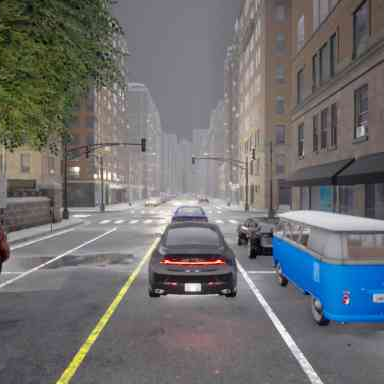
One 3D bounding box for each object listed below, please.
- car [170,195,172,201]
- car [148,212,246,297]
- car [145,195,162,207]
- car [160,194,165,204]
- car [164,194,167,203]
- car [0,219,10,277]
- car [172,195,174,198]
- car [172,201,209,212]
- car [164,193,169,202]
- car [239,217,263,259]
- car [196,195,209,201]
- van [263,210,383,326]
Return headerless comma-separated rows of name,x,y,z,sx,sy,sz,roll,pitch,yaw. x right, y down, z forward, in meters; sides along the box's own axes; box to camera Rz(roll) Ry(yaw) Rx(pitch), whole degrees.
car,-6.273,1.522,77.628,2.008,1.369,4.403,0,0,0
car,0.009,1.503,8.536,1.837,1.490,4.892,0,0,0
car,-6.058,1.497,50.205,1.752,1.417,4.829,0,0,0
car,-6.102,1.521,55.825,2.008,1.369,4.403,0,0,0
car,-6.145,1.514,61.276,1.887,1.381,4.507,0,0,0
car,-5.717,1.314,6.688,2.192,1.841,5.009,0,0,0
car,-6.317,1.289,83.079,2.192,1.841,5.009,0,0,0
car,-0.104,1.472,18.032,1.882,1.535,5.008,0,0,0
car,-6.188,1.514,66.727,1.887,1.381,4.507,0,0,0
car,2.764,1.563,12.455,1.947,1.339,4.313,0,0,0
car,2.336,1.409,66.830,1.967,1.590,4.097,0,0,0
van,2.808,1.340,6.795,1.690,1.788,3.998,0,0,0
